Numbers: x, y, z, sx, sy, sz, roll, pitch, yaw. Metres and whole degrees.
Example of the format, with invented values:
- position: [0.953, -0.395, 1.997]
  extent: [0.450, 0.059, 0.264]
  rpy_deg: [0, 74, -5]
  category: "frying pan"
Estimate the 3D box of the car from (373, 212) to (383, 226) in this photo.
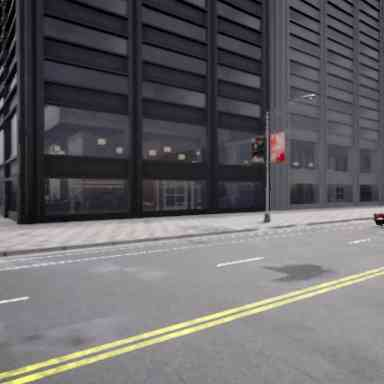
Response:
- position: [13.651, 1.543, 21.397]
  extent: [4.718, 1.301, 1.895]
  rpy_deg: [0, 0, -35]
  category: "car"
